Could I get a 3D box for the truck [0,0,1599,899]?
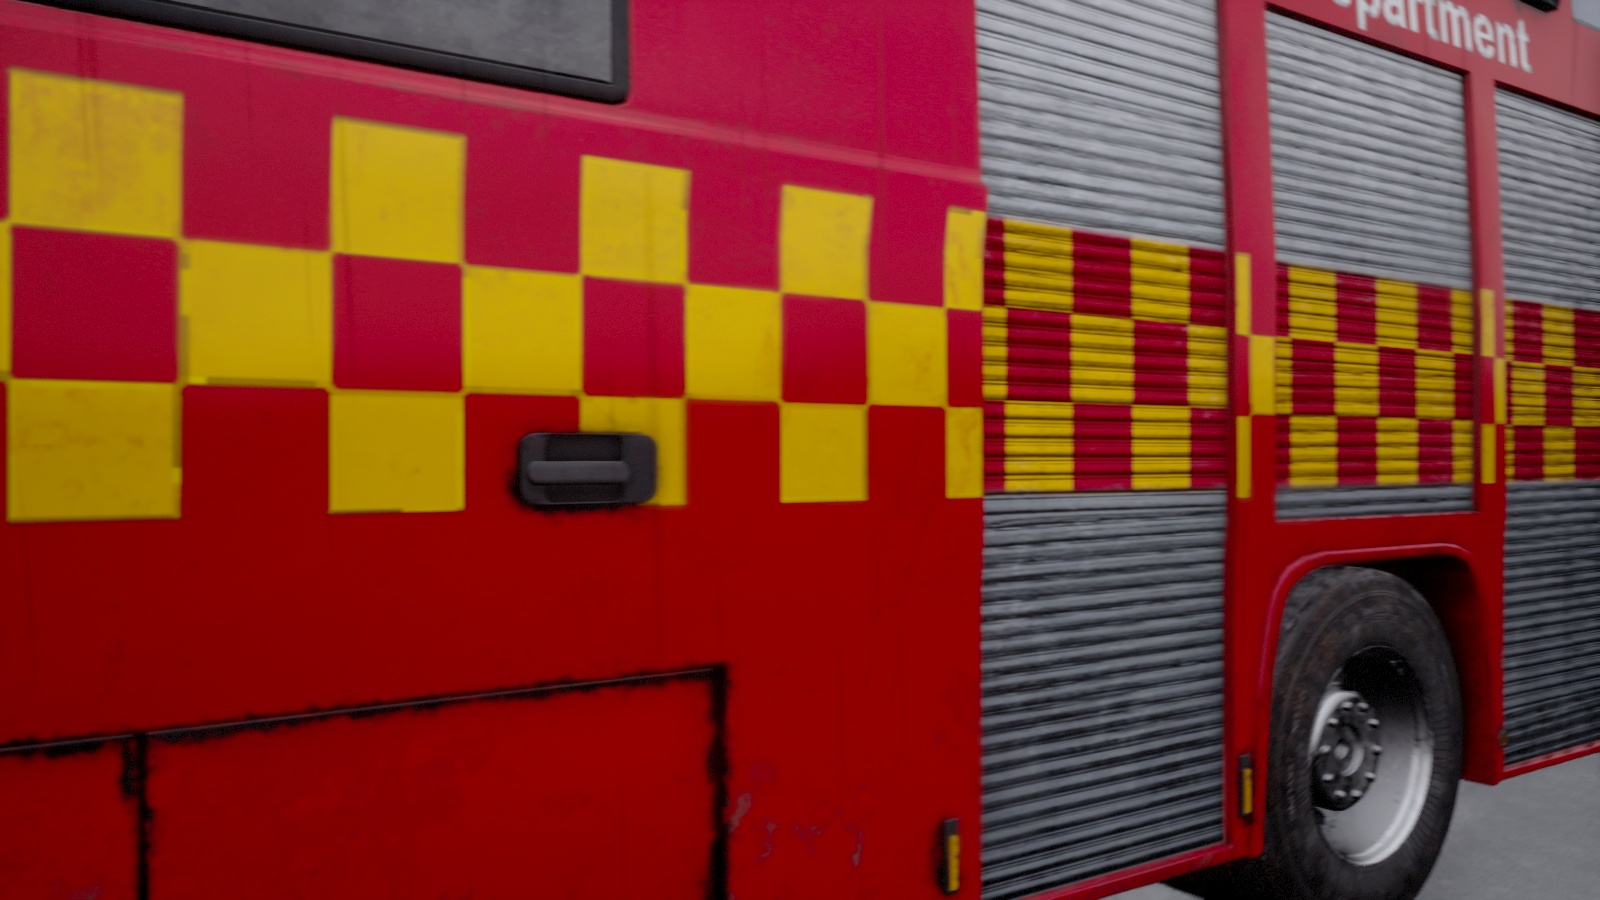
[{"bbox_3d":[-1.278,-0.409,3.382,8.468,3.827,2.891,0,0,-35],"label":"truck"}]
